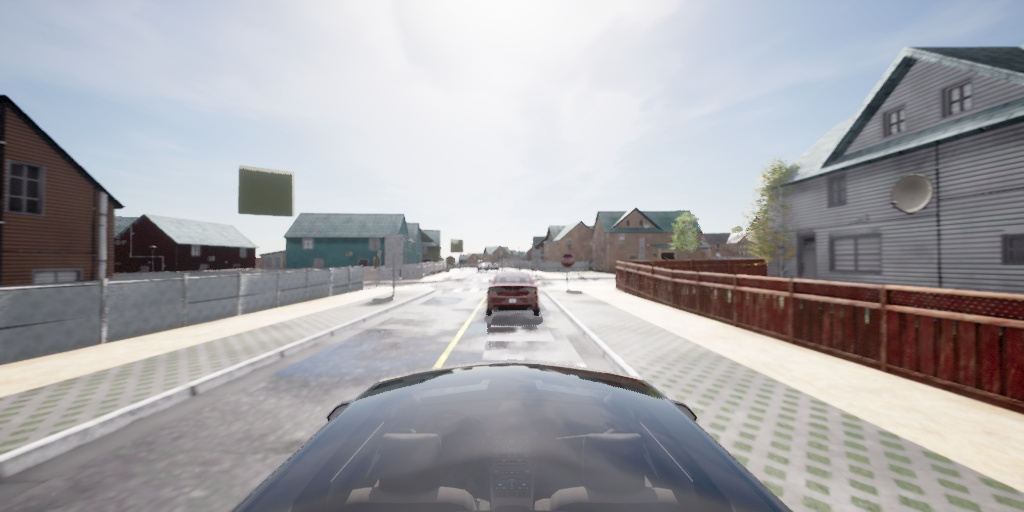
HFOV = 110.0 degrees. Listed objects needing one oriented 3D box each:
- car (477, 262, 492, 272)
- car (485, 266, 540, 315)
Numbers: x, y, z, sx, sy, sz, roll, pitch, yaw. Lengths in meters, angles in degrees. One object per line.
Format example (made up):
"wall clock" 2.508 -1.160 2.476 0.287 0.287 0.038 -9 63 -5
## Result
"car" -5.110 1.965 62.705 2.128 1.511 4.902 0 -1 -7
"car" 0.043 1.337 14.202 1.882 1.535 5.008 0 -1 0
